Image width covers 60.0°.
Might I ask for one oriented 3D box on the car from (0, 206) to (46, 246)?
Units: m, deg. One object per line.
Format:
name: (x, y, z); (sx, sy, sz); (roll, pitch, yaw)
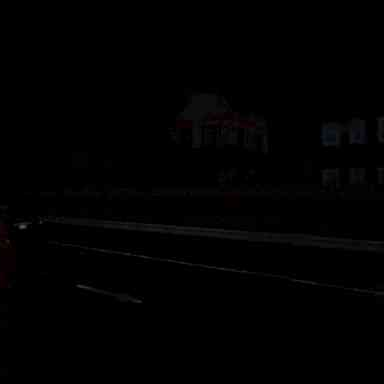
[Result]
car: (-8.244, 1.365, 14.049); (4.553, 1.767, 2.097); (0, 0, 36)
